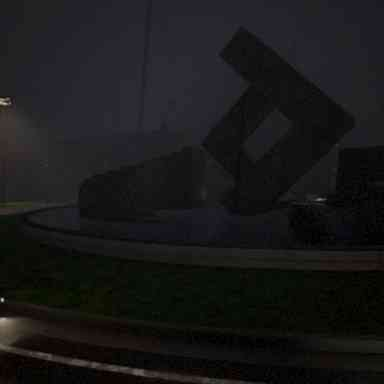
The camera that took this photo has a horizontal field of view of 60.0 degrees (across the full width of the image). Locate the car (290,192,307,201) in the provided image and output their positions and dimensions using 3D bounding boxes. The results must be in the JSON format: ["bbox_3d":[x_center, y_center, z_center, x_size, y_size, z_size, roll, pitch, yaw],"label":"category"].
[{"bbox_3d":[14.892,0.691,48.292,4.674,1.442,1.812,0,1,-41],"label":"car"}]

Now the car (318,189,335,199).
[{"bbox_3d":[24.285,0.534,60.749,1.994,1.385,4.181,1,1,29],"label":"car"}]

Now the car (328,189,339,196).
[{"bbox_3d":[31.623,0.111,74.271,1.837,1.490,4.892,1,1,28],"label":"car"}]
